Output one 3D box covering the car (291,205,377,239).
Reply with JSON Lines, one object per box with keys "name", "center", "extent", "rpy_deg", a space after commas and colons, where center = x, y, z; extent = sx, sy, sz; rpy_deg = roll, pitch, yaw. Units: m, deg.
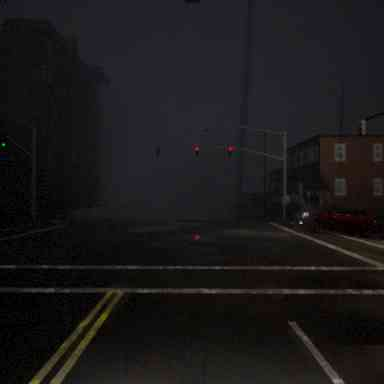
{"name": "car", "center": [8.315, 1.519, 19.668], "extent": [4.553, 1.767, 2.097], "rpy_deg": [6, 0, 1]}
